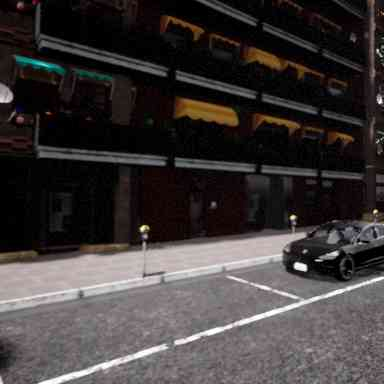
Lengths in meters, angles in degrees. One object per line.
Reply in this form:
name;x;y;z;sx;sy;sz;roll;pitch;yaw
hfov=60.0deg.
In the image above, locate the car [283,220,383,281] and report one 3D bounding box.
car;4.567;1.546;9.802;4.313;1.339;1.947;0;1;-35
